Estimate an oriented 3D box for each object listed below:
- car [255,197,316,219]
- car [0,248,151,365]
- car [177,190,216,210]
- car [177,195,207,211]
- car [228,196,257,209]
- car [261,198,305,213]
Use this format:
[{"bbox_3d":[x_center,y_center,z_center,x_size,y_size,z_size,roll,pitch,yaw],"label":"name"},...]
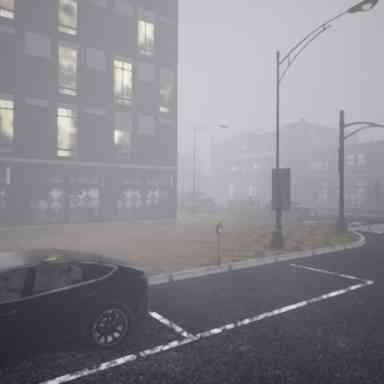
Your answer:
[{"bbox_3d":[7.649,1.317,26.722,1.812,1.442,4.674,0,1,-36],"label":"car"},{"bbox_3d":[-2.660,1.566,4.657,4.313,1.339,1.947,0,0,-36],"label":"car"},{"bbox_3d":[0.267,0.857,36.752,2.150,2.045,5.566,0,1,-37],"label":"car"},{"bbox_3d":[-0.733,1.230,33.755,1.802,1.307,4.206,1,0,-36],"label":"car"},{"bbox_3d":[6.019,1.129,38.722,1.967,1.590,4.097,1,0,-36],"label":"car"},{"bbox_3d":[9.304,1.339,34.253,1.802,1.307,4.206,1,0,-36],"label":"car"}]
